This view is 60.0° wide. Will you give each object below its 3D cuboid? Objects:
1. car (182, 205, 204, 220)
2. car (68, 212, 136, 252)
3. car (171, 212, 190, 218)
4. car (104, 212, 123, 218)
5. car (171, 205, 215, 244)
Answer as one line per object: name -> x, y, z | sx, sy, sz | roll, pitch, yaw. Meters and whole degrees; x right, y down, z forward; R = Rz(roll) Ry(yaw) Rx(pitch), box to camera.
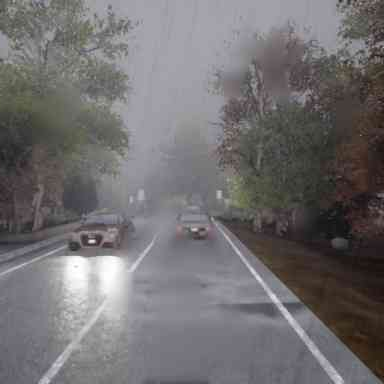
car -> 0.133, 1.995, 33.461 | 2.033, 1.411, 5.357 | 0, -3, 1
car -> -3.604, 1.586, 13.956 | 1.994, 1.385, 4.181 | 0, 0, 0
car -> -3.102, 6.103, 86.959 | 4.892, 1.490, 1.837 | 1, -5, -1
car -> -18.233, 5.404, 77.160 | 1.812, 1.442, 4.674 | -2, -5, 24
car -> 0.091, 1.573, 15.884 | 2.033, 1.411, 5.357 | 0, 0, 0
